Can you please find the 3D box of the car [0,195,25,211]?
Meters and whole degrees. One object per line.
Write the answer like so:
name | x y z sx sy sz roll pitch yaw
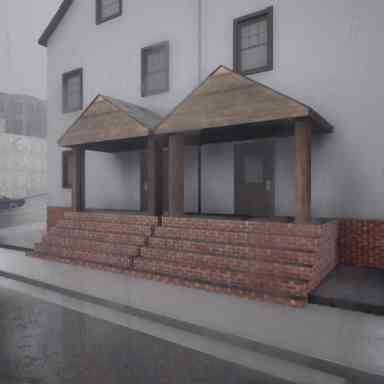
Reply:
car | -15.521 1.012 25.432 1.895 1.301 4.718 0 6 35
